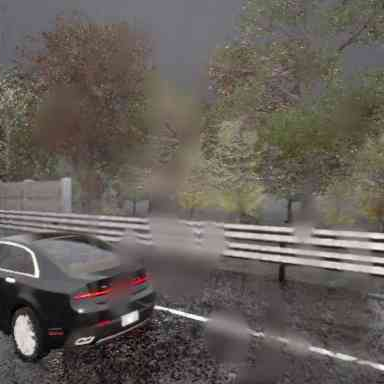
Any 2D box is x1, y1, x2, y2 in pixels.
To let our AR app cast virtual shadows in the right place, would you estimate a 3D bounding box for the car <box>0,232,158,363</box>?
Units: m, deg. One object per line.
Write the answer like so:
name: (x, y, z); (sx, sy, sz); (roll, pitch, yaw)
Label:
car: (-2.822, 1.478, 5.928); (4.892, 1.490, 1.837); (0, 0, 35)
